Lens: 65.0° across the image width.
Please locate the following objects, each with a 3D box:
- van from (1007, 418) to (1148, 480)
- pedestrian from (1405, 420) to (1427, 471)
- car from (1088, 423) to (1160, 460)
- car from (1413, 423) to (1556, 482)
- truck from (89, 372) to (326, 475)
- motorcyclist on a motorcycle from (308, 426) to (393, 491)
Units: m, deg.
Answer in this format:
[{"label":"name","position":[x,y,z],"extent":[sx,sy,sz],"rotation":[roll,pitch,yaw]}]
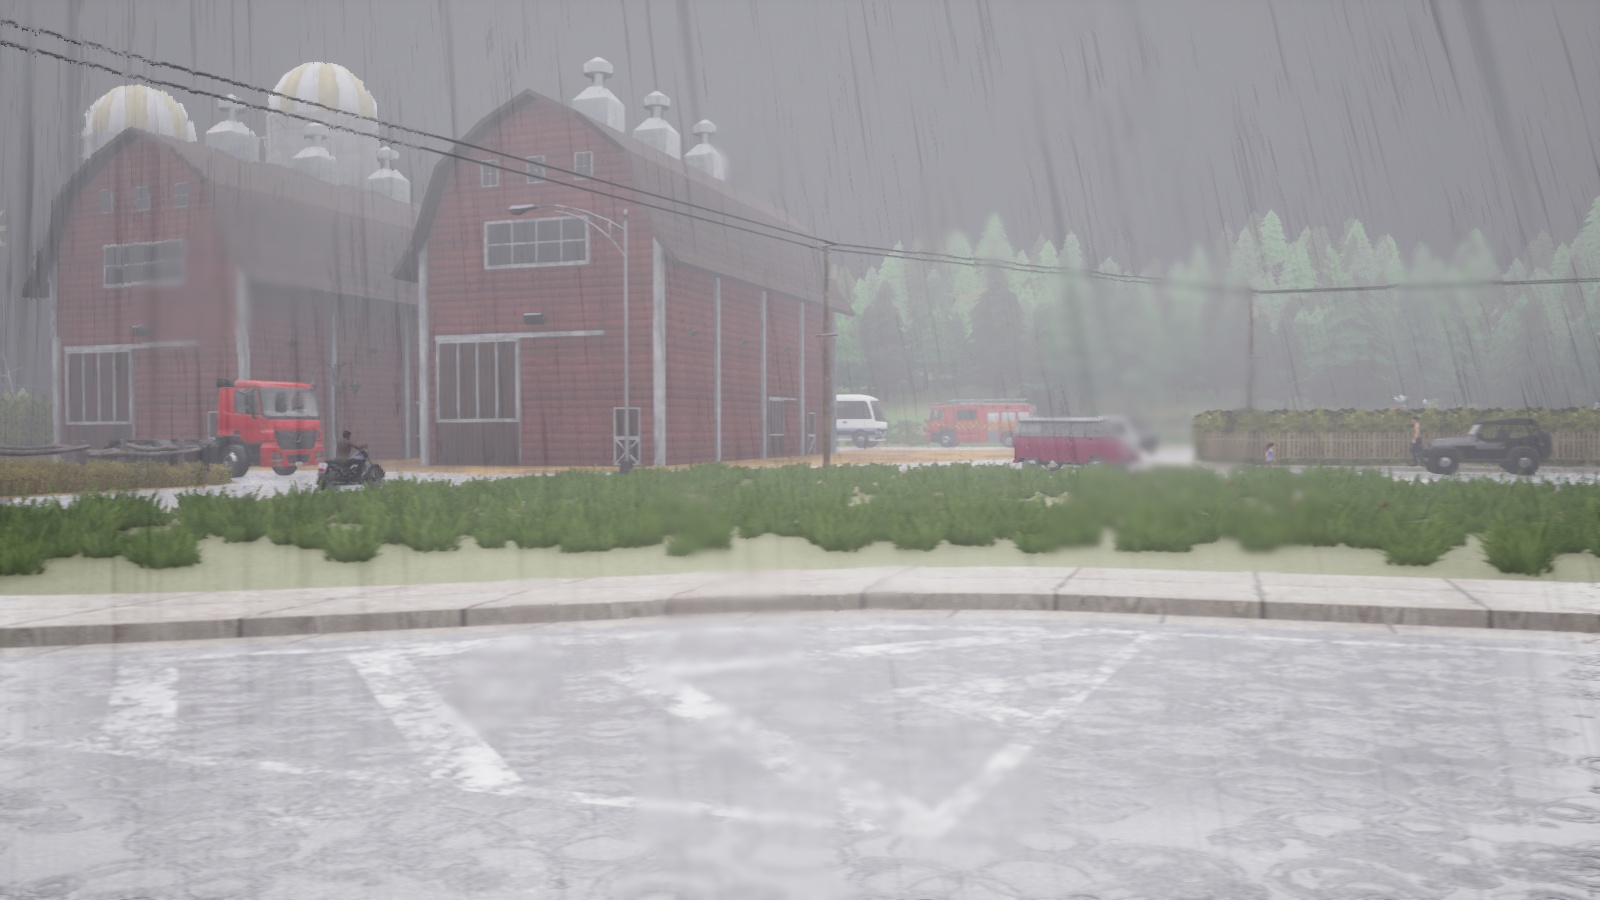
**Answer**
[{"label":"van","position":[9.510,-0.092,43.258],"extent":[4.442,1.987,1.775],"rotation":[2,2,42]},{"label":"pedestrian","position":[22.132,-0.157,45.130],"extent":[0.594,1.836,0.345],"rotation":[1,1,44]},{"label":"car","position":[16.912,-0.493,65.383],"extent":[1.932,1.855,4.605],"rotation":[1,1,39]},{"label":"car","position":[22.543,0.043,41.517],"extent":[3.866,1.878,1.905],"rotation":[1,1,19]},{"label":"truck","position":[-21.225,-0.956,44.996],"extent":[7.936,3.462,2.891],"rotation":[1,1,19]},{"label":"motorcyclist on a motorcycle","position":[-11.795,0.203,33.057],"extent":[0.766,1.649,2.350],"rotation":[1,1,21]}]
